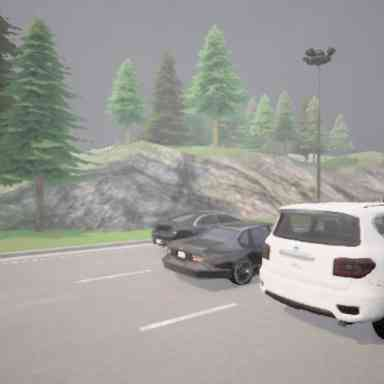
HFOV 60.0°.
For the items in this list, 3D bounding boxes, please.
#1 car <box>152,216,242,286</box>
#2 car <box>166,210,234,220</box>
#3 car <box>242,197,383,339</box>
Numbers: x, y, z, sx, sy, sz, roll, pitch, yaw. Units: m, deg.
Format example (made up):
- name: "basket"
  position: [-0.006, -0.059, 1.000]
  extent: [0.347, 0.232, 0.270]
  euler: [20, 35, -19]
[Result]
- name: "car"
  position: [1.806, 1.531, 9.378]
  extent: [5.357, 1.411, 2.033]
  euler: [0, 0, -35]
- name: "car"
  position: [0.824, 1.484, 12.968]
  extent: [4.892, 1.490, 1.837]
  euler: [0, 0, -35]
- name: "car"
  position: [3.860, 1.204, 6.582]
  extent: [5.566, 2.045, 2.150]
  euler: [0, 0, -33]
